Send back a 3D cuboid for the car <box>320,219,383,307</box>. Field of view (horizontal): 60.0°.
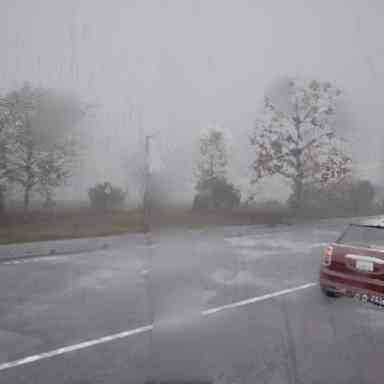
[{"bbox_3d":[4.855,1.345,7.177,4.553,1.767,2.097,0,0,-34],"label":"car"}]
